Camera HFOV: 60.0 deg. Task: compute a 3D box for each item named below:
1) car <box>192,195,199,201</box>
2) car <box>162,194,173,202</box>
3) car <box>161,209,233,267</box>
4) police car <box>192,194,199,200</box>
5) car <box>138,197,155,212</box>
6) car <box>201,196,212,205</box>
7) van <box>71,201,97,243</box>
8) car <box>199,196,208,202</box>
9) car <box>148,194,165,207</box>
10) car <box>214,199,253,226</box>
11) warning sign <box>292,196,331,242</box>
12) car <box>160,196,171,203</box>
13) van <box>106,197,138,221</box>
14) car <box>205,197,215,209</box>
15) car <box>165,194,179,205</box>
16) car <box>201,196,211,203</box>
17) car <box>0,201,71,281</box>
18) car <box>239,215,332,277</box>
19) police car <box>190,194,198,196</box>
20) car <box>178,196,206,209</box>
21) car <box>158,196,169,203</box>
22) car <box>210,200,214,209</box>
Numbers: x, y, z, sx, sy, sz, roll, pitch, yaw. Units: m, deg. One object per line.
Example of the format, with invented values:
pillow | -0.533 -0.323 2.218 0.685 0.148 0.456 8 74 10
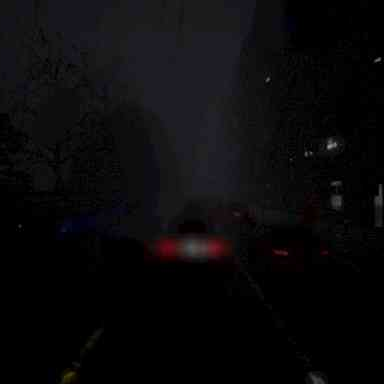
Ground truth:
car | 0.879 1.462 84.201 1.882 1.535 5.008 0 0 0
car | -5.710 1.294 77.439 2.192 1.841 5.009 0 0 0
car | 0.017 1.539 11.366 2.033 1.411 5.357 0 0 0
police car | 0.877 1.414 90.311 1.930 1.638 5.238 0 0 0
car | -5.700 1.540 38.026 1.947 1.339 4.313 0 0 0
car | 2.675 1.497 60.719 1.752 1.417 4.829 0 0 0
van | -5.694 1.329 15.504 1.690 1.788 3.998 0 0 0
car | 2.670 1.545 77.442 1.947 1.339 4.313 0 0 0
car | -5.703 1.286 49.286 2.192 1.841 5.009 0 0 0
car | 2.684 1.425 21.137 1.967 1.590 4.097 0 0 0
warning sign | 5.064 1.105 14.200 1.300 1.860 1.060 0 0 0
car | -5.709 1.521 71.807 1.887 1.381 4.507 0 0 0
van | -5.698 1.321 26.765 1.690 1.788 3.998 0 0 0
car | 2.680 1.540 38.029 1.947 1.339 4.313 0 0 0
car | -3.071 1.519 58.030 2.033 1.411 5.357 0 0 1
car | 2.673 1.556 66.179 1.802 1.307 4.206 0 0 0
car | -5.693 1.307 9.873 2.192 1.841 5.009 0 0 0
car | 2.687 1.574 9.875 1.802 1.307 4.206 0 0 0
police car | 0.425 1.403 74.498 1.930 1.638 5.238 0 0 12
car | 0.045 1.456 29.727 1.882 1.535 5.008 0 0 0
car | -5.707 1.556 66.177 1.802 1.307 4.206 0 0 0
car | 2.683 1.562 26.768 1.802 1.307 4.206 0 0 0
